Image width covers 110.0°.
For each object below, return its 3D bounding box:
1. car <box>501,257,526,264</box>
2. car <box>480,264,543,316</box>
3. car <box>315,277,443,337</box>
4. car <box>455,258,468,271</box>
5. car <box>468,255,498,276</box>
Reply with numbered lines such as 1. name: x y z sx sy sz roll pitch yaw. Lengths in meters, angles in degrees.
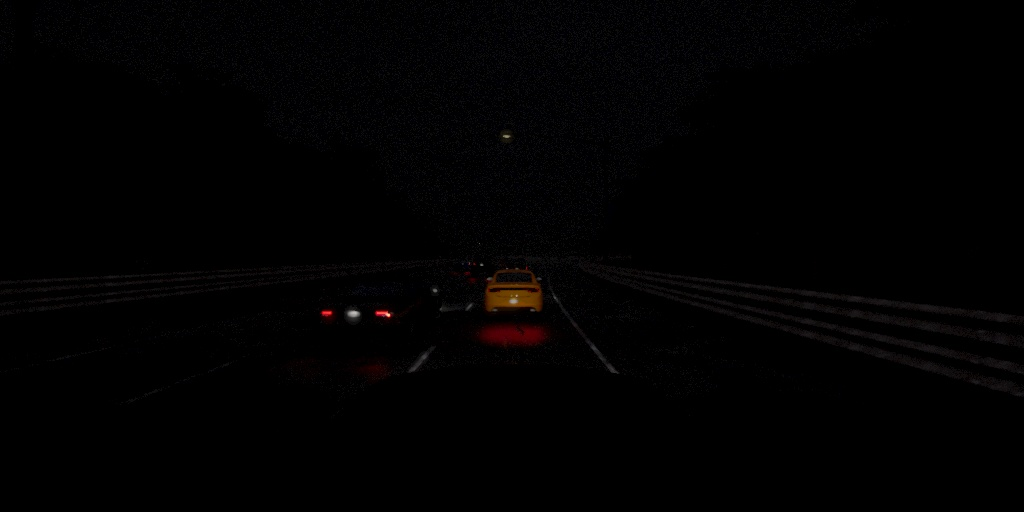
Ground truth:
1. car: 0.464 1.056 31.261 2.097 1.767 4.553 0 0 2
2. car: 0.084 1.220 13.381 1.882 1.535 5.008 0 0 1
3. car: -3.358 1.291 10.176 2.033 1.411 5.357 0 0 1
4. car: -5.985 1.000 46.383 2.097 1.767 4.553 0 0 2
5. car: -2.781 0.907 36.583 2.150 2.045 5.566 0 0 2
